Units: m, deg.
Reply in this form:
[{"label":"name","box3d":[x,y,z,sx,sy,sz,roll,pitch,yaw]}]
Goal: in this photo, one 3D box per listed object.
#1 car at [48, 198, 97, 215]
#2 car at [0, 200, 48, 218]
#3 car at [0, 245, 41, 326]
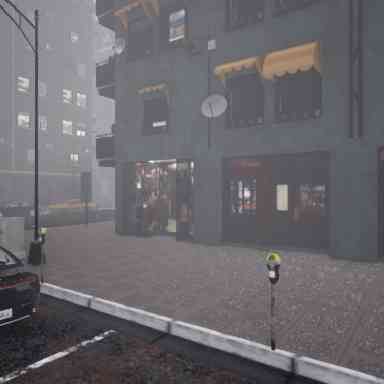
[{"label":"car","box3d":[-11.019,1.250,30.514,1.752,1.417,4.829,1,1,35]},{"label":"car","box3d":[-14.103,1.350,26.086,2.008,1.369,4.403,1,1,35]},{"label":"car","box3d":[-4.519,1.551,6.086,4.403,1.369,2.008,0,0,35]}]
